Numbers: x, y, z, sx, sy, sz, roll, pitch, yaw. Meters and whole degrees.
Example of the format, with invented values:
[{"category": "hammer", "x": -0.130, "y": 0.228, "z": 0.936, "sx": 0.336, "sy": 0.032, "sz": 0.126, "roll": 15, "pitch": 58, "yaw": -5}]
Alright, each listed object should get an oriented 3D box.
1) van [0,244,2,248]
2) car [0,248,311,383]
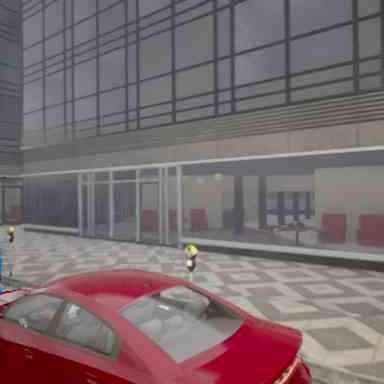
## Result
[{"category": "van", "x": -5.619, "y": 1.405, "z": 6.973, "sx": 3.998, "sy": 1.788, "sz": 1.690, "roll": -1, "pitch": -1, "yaw": 35}, {"category": "car", "x": -1.056, "y": 1.567, "z": 3.720, "sx": 4.507, "sy": 1.381, "sz": 1.887, "roll": -1, "pitch": -1, "yaw": 35}]
